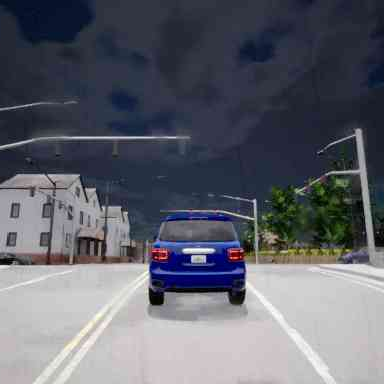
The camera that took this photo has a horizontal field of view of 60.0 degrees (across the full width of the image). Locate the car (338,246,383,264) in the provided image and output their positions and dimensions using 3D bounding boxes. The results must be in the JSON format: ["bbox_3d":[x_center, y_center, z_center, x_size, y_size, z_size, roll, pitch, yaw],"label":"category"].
[{"bbox_3d":[15.417,5.656,29.615,4.553,1.767,2.097,0,-12,1],"label":"car"}]

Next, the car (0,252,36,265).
[{"bbox_3d":[-14.907,5.519,26.237,4.892,1.490,1.837,-8,-12,-1],"label":"car"}]

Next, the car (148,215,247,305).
[{"bbox_3d":[0.076,1.760,9.308,2.150,2.045,5.566,0,-7,-1],"label":"car"}]
